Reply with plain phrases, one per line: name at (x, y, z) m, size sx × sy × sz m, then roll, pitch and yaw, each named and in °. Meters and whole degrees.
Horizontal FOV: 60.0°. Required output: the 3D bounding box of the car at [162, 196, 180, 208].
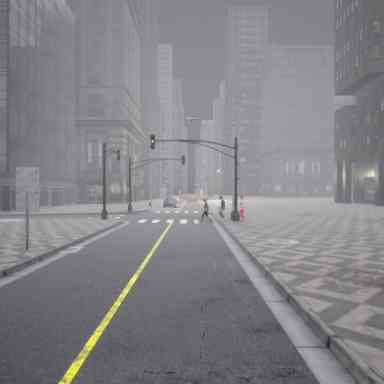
car at (-3.095, 1.522, 47.330) m, size 1.837 × 1.490 × 4.892 m, roll 0°, pitch 0°, yaw 0°

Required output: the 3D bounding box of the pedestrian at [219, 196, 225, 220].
pedestrian at (2.202, 1.150, 24.403) m, size 0.375 × 1.860 × 0.375 m, roll 0°, pitch 0°, yaw 0°

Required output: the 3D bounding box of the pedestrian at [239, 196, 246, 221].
pedestrian at (3.592, 1.149, 23.775) m, size 0.375 × 1.860 × 0.375 m, roll 0°, pitch 0°, yaw 0°

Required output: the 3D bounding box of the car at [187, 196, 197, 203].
car at (-0.004, 1.514, 69.632) m, size 1.882 × 1.535 × 5.008 m, roll 0°, pitch 0°, yaw 0°

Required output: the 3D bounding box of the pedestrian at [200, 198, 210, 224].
pedestrian at (0.909, 1.302, 23.175) m, size 0.375 × 1.860 × 0.375 m, roll 0°, pitch 0°, yaw 0°
